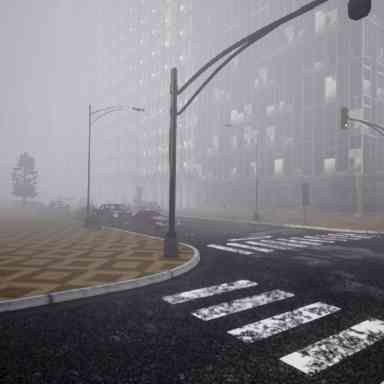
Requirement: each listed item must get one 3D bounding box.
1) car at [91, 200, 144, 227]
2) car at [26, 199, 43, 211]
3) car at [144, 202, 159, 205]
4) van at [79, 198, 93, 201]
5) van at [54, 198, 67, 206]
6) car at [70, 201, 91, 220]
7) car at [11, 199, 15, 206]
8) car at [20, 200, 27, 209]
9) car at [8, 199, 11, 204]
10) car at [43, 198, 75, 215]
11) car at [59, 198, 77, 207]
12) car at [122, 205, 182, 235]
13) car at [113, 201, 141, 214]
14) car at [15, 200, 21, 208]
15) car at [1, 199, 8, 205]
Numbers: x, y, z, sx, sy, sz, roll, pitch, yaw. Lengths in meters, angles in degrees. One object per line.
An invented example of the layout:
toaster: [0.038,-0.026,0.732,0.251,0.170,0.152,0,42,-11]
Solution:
car: [-5.496,1.575,24.033,1.967,1.590,4.097,1,-1,-35]
car: [-21.769,1.959,47.328,2.008,1.369,4.403,1,-1,-35]
car: [-5.135,1.832,38.149,1.967,1.590,4.097,1,-1,-35]
van: [-18.153,1.952,56.787,1.690,1.788,3.998,1,-1,-35]
van: [-27.916,2.117,70.765,1.690,1.788,3.998,1,-1,-35]
car: [-8.653,1.713,28.552,1.752,1.417,4.829,1,-1,-35]
car: [-31.533,2.123,61.305,2.008,1.369,4.403,1,-1,-35]
car: [-25.023,2.029,51.987,1.947,1.339,4.313,1,-1,-35]
car: [-34.787,2.209,65.965,1.802,1.307,4.206,1,-1,-35]
car: [-15.259,1.739,38.011,1.967,1.590,4.097,1,-1,-35]
car: [-24.662,2.036,66.106,2.192,1.841,5.009,1,-1,-35]
car: [-2.241,1.662,19.372,1.802,1.307,4.206,1,-1,-35]
car: [-8.486,1.974,42.946,1.752,1.417,4.829,1,-1,-35]
car: [-28.277,2.062,56.647,1.887,1.381,4.507,1,-1,-35]
car: [-41.296,2.287,75.283,2.008,1.369,4.403,1,-1,-35]
